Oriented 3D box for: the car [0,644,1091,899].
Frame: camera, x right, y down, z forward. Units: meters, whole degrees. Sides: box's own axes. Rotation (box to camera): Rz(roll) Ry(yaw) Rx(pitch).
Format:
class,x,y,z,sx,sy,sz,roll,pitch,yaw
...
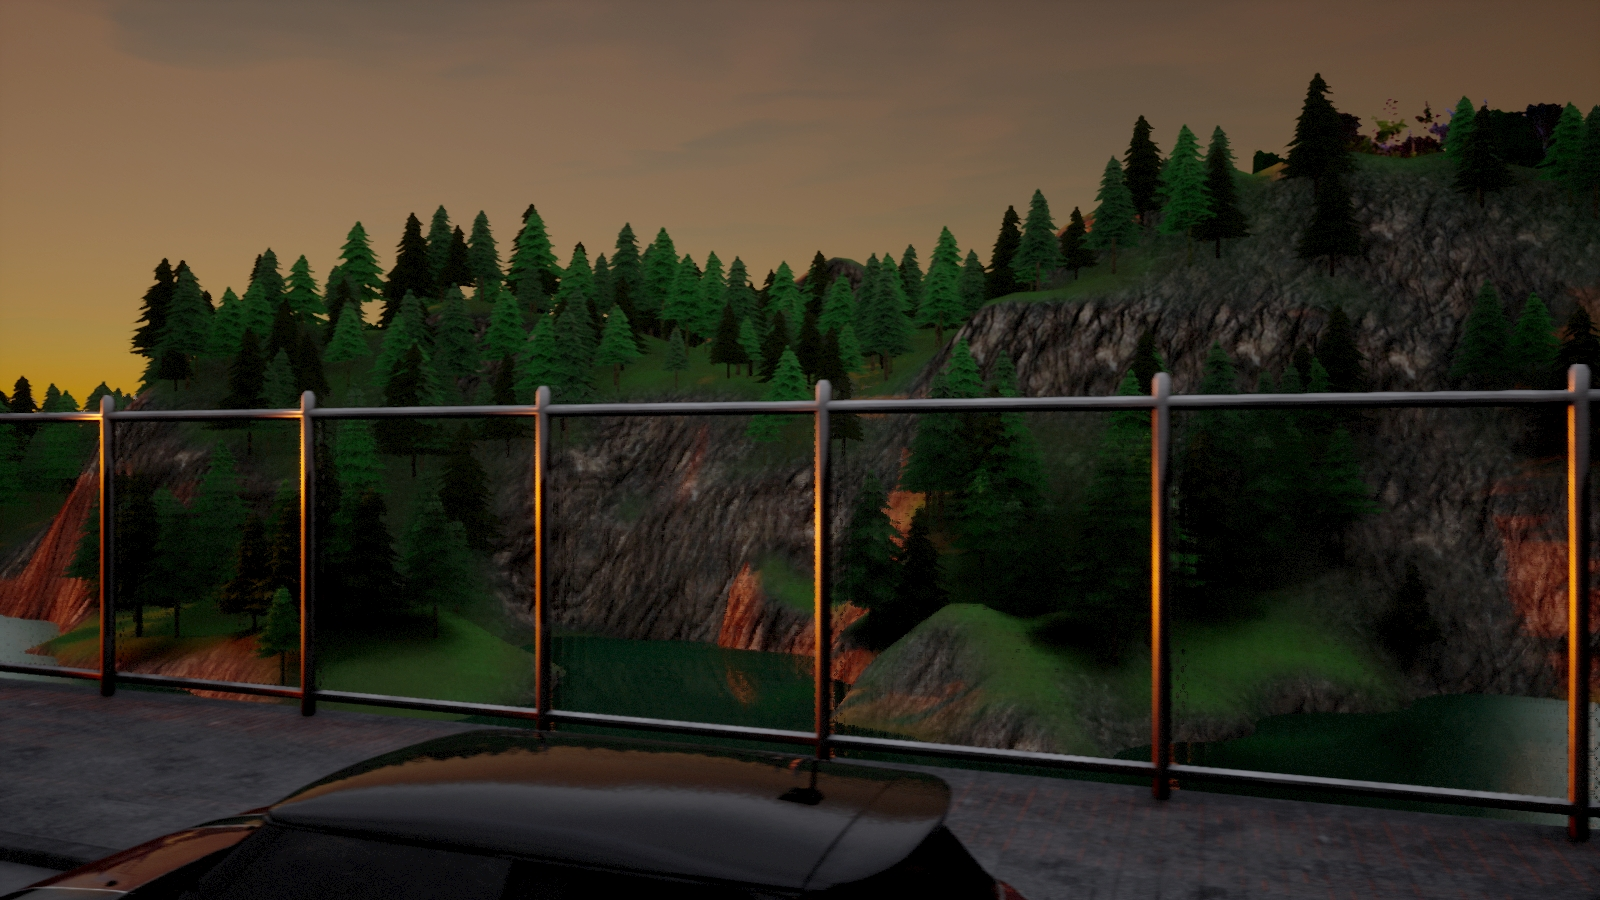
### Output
class,x,y,z,sx,sy,sz,roll,pitch,yaw
car,-1.352,1.906,4.263,4.553,1.767,2.097,0,0,19
